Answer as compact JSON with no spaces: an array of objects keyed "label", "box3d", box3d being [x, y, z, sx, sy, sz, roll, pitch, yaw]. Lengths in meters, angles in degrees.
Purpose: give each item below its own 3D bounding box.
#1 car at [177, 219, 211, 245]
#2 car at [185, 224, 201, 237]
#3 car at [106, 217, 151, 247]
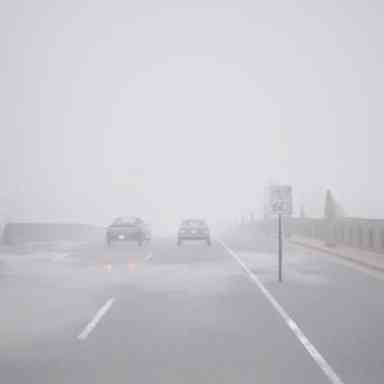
[{"label":"car","box3d":[0.104,2.259,19.380,2.033,1.411,5.357,0,-4,0]},{"label":"car","box3d":[0.109,4.646,40.197,1.812,1.442,4.674,0,-8,0]},{"label":"car","box3d":[-3.396,2.135,18.452,2.128,1.511,4.902,0,-4,0]}]
